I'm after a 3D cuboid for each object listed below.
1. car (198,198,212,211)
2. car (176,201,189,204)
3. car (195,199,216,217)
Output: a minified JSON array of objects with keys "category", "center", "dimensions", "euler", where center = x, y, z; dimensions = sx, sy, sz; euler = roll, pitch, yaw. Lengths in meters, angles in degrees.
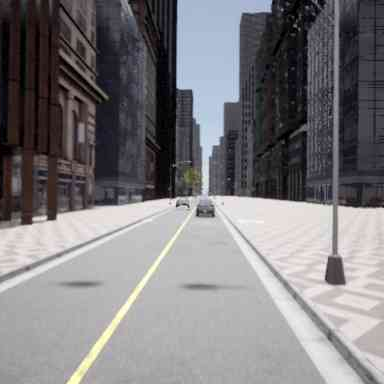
[{"category":"car","center":[1.822,1.661,45.554],"dimensions":[1.882,1.535,5.008],"euler":[1,0,3]},{"category":"car","center":[-1.208,1.409,45.347],"dimensions":[2.033,1.411,5.357],"euler":[1,0,2]},{"category":"car","center":[1.356,1.630,33.358],"dimensions":[2.128,1.511,4.902],"euler":[1,0,3]}]
